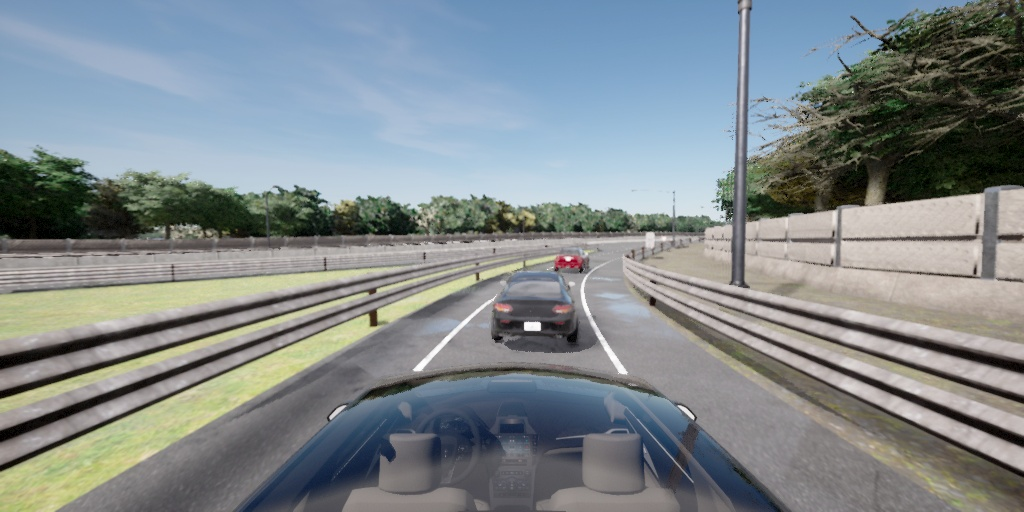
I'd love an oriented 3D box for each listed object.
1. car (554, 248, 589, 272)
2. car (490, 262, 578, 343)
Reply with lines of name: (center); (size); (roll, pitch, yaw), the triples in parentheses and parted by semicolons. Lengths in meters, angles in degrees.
car: (4.557, 0.160, 26.875); (2.097, 1.767, 4.553); (1, 3, 18)
car: (0.609, 1.065, 8.946); (1.812, 1.442, 4.674); (0, 2, 6)
